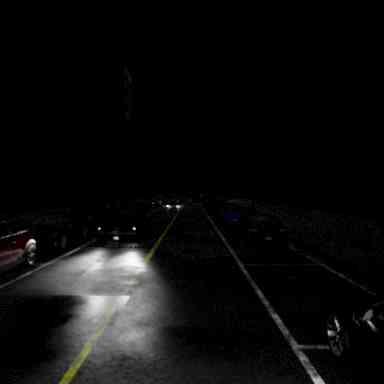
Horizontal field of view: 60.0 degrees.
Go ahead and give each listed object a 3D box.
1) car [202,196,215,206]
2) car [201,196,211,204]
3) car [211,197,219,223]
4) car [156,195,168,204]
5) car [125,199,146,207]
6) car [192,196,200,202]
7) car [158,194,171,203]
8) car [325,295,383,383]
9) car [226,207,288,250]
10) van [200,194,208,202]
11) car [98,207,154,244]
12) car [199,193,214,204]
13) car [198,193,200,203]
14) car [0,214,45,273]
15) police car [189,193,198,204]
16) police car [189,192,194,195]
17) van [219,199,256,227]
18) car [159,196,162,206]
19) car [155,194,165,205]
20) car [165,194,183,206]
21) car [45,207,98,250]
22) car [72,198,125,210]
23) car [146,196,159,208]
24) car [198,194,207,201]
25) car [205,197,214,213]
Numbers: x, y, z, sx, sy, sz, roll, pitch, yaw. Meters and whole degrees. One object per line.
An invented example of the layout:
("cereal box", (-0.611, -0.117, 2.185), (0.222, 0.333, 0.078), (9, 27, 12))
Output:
("car", (2.755, 1.581, 47.852), (1.802, 1.307, 4.206), (0, 0, 0))
("car", (2.752, 1.532, 64.850), (1.752, 1.417, 4.829), (0, 0, 0))
("car", (2.759, 1.435, 25.416), (1.967, 1.590, 4.097), (0, 0, 0))
("car", (-5.773, 1.447, 64.666), (1.967, 1.590, 4.097), (0, 0, 0))
("car", (-5.767, 1.560, 31.009), (1.947, 1.339, 4.313), (0, 0, 0))
("car", (0.887, 1.539, 75.241), (1.812, 1.442, 4.674), (0, 0, 0))
("car", (-5.774, 1.325, 70.275), (2.192, 1.841, 5.009), (0, 0, 0))
("car", (2.763, 1.565, 2.979), (1.947, 1.339, 4.313), (0, 0, 0))
("car", (2.761, 1.541, 14.198), (1.887, 1.381, 4.507), (0, 0, 0))
("van", (2.750, 1.354, 75.898), (1.690, 1.788, 3.998), (0, 0, 0))
("car", (-3.104, 1.597, 15.886), (1.895, 1.301, 4.718), (0, 0, 0))
("car", (2.754, 1.316, 53.461), (2.192, 1.841, 5.009), (0, 0, 0))
("car", (2.753, 1.319, 59.070), (2.192, 1.841, 5.009), (0, 0, 0))
("car", (-5.763, 1.438, 8.572), (1.967, 1.590, 4.097), (0, 0, 0))
("police car", (0.888, 1.433, 65.351), (1.930, 1.638, 5.238), (0, 0, 0))
("police car", (0.886, 1.442, 81.351), (1.930, 1.638, 5.238), (0, 0, 0))
("van", (2.760, 1.336, 19.807), (1.690, 1.788, 3.998), (0, 0, 0))
("car", (-5.770, 1.580, 47.838), (1.802, 1.307, 4.206), (0, 0, 0))
("car", (-5.771, 1.526, 53.277), (1.752, 1.417, 4.829), (0, 0, 0))
("car", (-3.070, 1.480, 56.450), (1.882, 1.535, 5.008), (0, 0, 0))
("car", (-5.764, 1.547, 14.181), (2.008, 1.369, 4.403), (0, 0, 0))
("car", (-5.765, 1.310, 19.790), (2.192, 1.841, 5.009), (0, 0, 0))
("car", (-5.769, 1.547, 42.228), (2.008, 1.369, 4.403), (0, 0, 0))
("car", (2.748, 1.335, 87.116), (2.192, 1.841, 5.009), (0, 0, 0))
("car", (2.757, 1.561, 36.634), (1.947, 1.339, 4.313), (0, 0, 0))
